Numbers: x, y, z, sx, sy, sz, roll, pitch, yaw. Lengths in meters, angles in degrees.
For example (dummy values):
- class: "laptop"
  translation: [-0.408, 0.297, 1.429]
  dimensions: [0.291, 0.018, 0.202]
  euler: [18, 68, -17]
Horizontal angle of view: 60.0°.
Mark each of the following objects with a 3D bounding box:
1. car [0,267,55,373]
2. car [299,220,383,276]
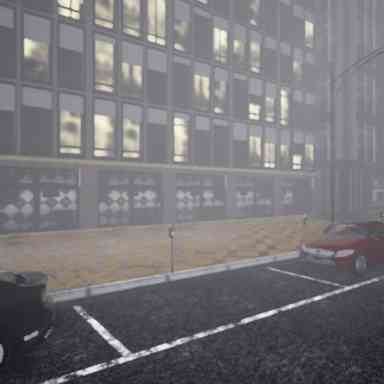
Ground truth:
- class: "car"
  translation: [-3.922, 1.555, 3.758]
  dimensions: [4.403, 1.369, 2.008]
  euler: [0, 0, -36]
- class: "car"
  translation: [5.097, 1.545, 10.192]
  dimensions: [4.206, 1.307, 1.802]
  euler: [0, 0, -36]
